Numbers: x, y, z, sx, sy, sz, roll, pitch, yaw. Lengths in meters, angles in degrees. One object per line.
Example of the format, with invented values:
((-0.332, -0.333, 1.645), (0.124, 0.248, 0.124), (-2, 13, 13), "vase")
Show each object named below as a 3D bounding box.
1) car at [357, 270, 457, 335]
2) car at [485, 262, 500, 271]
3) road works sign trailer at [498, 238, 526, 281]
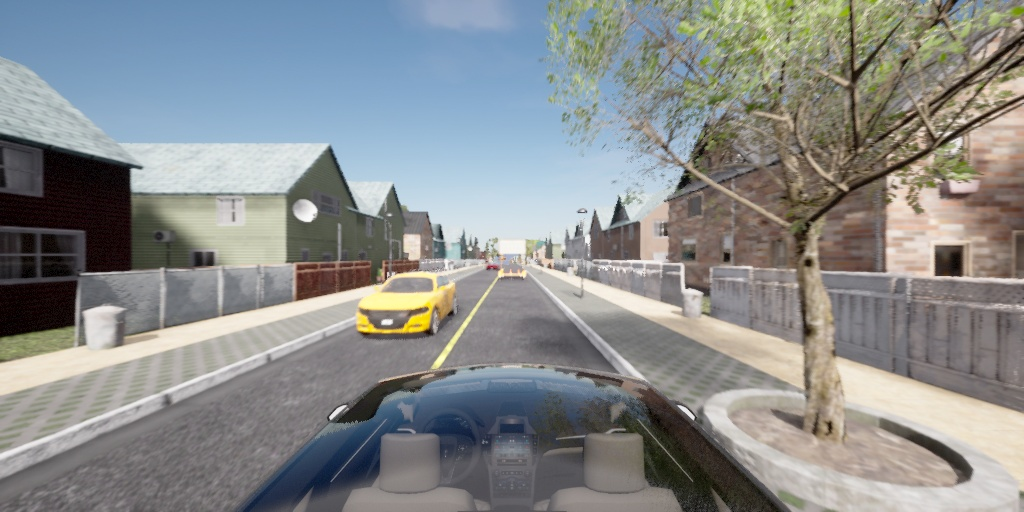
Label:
((-2.847, 1.231, 10.675), (1.882, 1.535, 5.008), (0, 0, 0), "car")
((-2.810, 1.493, 52.288), (1.895, 1.301, 4.718), (0, 0, 0), "car")
((0.009, 0.259, 30.621), (2.380, 3.560, 2.880), (0, 0, 0), "road works sign trailer")
